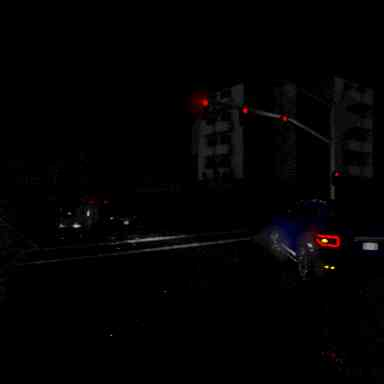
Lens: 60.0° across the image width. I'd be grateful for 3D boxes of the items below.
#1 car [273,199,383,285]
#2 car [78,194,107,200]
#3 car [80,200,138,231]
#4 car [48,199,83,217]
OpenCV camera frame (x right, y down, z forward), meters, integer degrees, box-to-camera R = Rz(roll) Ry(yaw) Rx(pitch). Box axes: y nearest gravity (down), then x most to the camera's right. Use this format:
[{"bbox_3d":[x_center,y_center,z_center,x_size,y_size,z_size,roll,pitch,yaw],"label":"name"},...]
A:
[{"bbox_3d":[3.886,1.219,9.635,2.150,2.045,5.566,0,0,3],"label":"car"},{"bbox_3d":[-10.896,1.203,36.045,2.150,2.045,5.566,0,0,-34],"label":"car"},{"bbox_3d":[-5.091,1.481,20.925,2.128,1.511,4.902,0,0,-34],"label":"car"},{"bbox_3d":[-11.997,1.585,31.106,1.895,1.301,4.718,0,0,-34],"label":"car"}]
